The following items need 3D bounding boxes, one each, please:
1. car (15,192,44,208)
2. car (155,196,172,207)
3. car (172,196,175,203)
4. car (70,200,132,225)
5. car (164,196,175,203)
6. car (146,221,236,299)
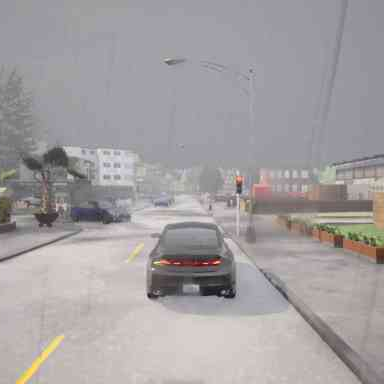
[{"bbox_3d":[-20.154,0.985,42.119,1.905,1.878,3.866,0,0,34],"label":"car"},{"bbox_3d":[-4.571,1.477,50.620,1.882,1.535,5.008,0,0,0],"label":"car"},{"bbox_3d":[-4.636,1.477,60.033,1.882,1.535,5.008,0,0,0],"label":"car"},{"bbox_3d":[-6.505,1.351,23.809,4.553,1.767,2.097,0,1,29],"label":"car"},{"bbox_3d":[-4.664,1.525,70.463,2.128,1.511,4.902,0,0,-1],"label":"car"},{"bbox_3d":[-0.016,1.505,8.456,1.837,1.490,4.892,0,0,0],"label":"car"}]
